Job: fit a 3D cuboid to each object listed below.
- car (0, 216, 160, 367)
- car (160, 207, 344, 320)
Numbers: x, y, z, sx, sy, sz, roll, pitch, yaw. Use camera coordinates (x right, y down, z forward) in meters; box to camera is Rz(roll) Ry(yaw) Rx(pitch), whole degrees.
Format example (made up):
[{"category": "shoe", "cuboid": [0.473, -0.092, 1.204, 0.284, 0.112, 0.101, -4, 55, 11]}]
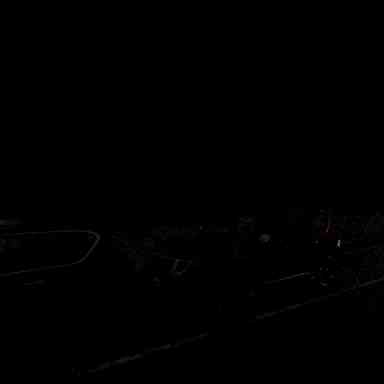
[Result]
[{"category": "car", "cuboid": [-3.180, 1.315, 4.262, 5.009, 1.841, 2.192, 0, 0, -35]}, {"category": "car", "cuboid": [1.417, 1.314, 7.530, 5.009, 1.841, 2.192, 0, 0, -35]}]
